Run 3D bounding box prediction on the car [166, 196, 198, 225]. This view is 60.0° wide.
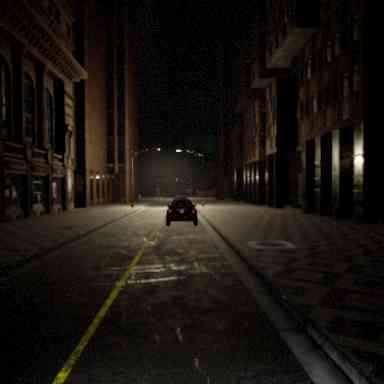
[{"bbox_3d":[-0.730,1.298,23.679,2.097,1.767,4.553,0,0,-2],"label":"car"}]

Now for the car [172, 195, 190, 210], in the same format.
[{"bbox_3d":[-1.397,1.246,42.021,2.097,1.767,4.553,0,0,-2],"label":"car"}]
